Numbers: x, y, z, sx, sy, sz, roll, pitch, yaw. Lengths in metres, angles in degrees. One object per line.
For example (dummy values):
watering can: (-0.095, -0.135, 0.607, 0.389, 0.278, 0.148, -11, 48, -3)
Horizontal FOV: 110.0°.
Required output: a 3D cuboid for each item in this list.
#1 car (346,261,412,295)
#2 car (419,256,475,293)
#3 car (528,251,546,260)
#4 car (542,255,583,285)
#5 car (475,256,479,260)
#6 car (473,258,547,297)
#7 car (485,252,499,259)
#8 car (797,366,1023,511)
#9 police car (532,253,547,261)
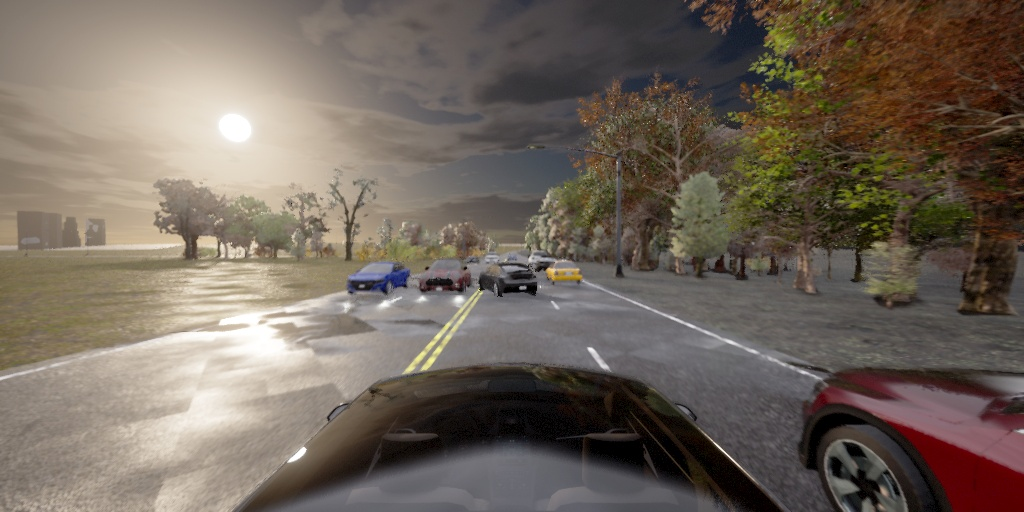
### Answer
car: (-6.596, 1.033, 18.263, 1.882, 1.535, 5.008, 0, 1, 0)
car: (-3.345, 0.902, 18.723, 2.097, 1.767, 4.553, 0, 1, 0)
car: (3.262, 0.432, 44.902, 2.150, 2.045, 5.566, 1, 0, 0)
car: (3.233, 0.937, 23.056, 1.801, 1.575, 5.366, -1, 1, 0)
car: (-6.536, 0.629, 60.464, 1.994, 1.385, 4.181, 0, 1, 1)
car: (-0.298, 1.071, 17.441, 1.837, 1.490, 4.892, -3, 2, -19)
car: (-3.283, 0.292, 60.348, 2.150, 2.045, 5.566, 0, 1, 1)
car: (3.266, 1.159, 0.857, 2.033, 1.649, 4.856, 1, 2, 0)
police car: (3.259, 0.768, 33.984, 1.930, 1.638, 5.238, 1, 0, 0)
